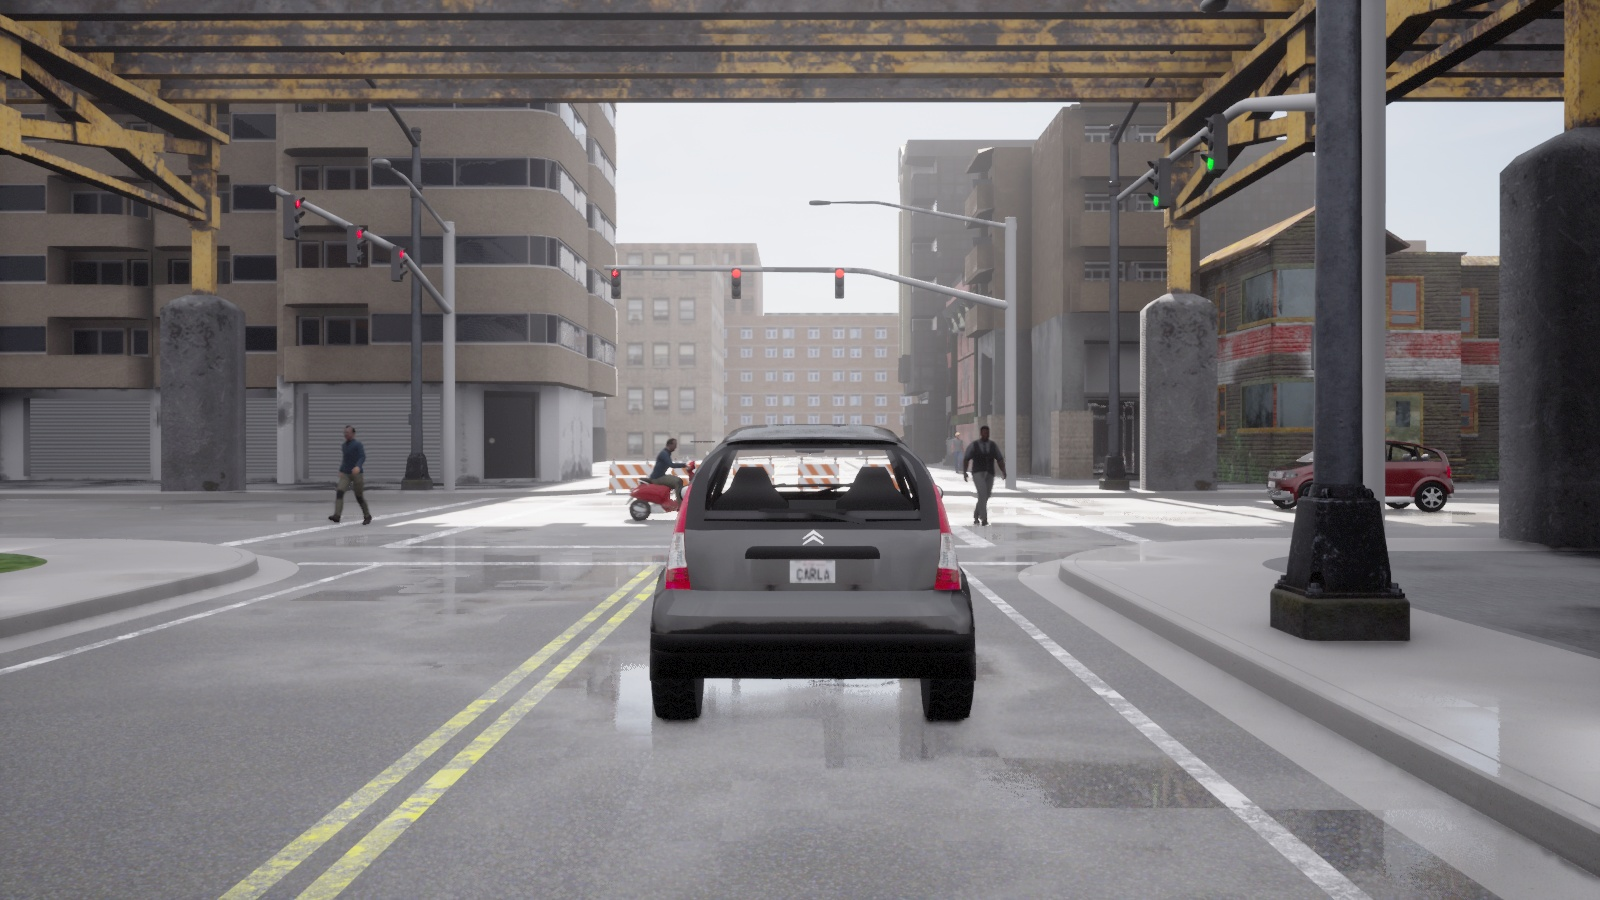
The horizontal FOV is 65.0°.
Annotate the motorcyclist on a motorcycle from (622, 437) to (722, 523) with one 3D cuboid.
[{"bbox_3d":[-2.431,0.563,23.961,1.817,1.590,0.866,0,0,0],"label":"motorcyclist on a motorcycle"}]

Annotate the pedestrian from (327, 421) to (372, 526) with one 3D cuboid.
[{"bbox_3d":[-8.074,0.408,22.517,0.402,1.842,0.726,0,0,18],"label":"pedestrian"}]

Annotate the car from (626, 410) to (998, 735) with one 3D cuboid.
[{"bbox_3d":[0.073,0.598,8.243,1.851,1.617,3.988,0,0,0],"label":"car"}]

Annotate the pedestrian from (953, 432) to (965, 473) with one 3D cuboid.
[{"bbox_3d":[7.044,0.103,55.728,0.354,1.836,0.706,0,0,-7],"label":"pedestrian"}]

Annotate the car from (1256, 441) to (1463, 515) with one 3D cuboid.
[{"bbox_3d":[12.146,0.580,27.426,3.705,1.549,1.789,0,0,0],"label":"car"}]

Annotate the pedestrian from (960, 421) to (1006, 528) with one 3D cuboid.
[{"bbox_3d":[3.271,0.423,22.487,0.563,1.883,0.849,0,0,-10],"label":"pedestrian"}]
